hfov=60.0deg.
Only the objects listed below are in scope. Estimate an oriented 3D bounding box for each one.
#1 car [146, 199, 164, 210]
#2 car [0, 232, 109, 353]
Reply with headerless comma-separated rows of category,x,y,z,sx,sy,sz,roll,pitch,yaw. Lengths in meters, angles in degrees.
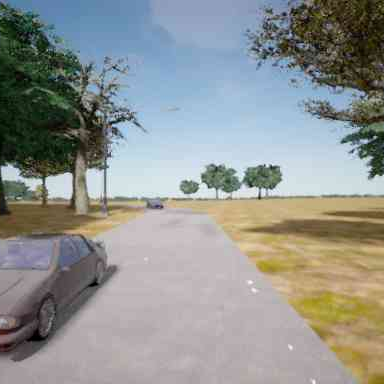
car,-5.489,1.806,49.034,2.033,1.411,5.357,1,0,-18
car,-3.132,1.579,6.771,2.033,1.411,5.357,0,0,0
